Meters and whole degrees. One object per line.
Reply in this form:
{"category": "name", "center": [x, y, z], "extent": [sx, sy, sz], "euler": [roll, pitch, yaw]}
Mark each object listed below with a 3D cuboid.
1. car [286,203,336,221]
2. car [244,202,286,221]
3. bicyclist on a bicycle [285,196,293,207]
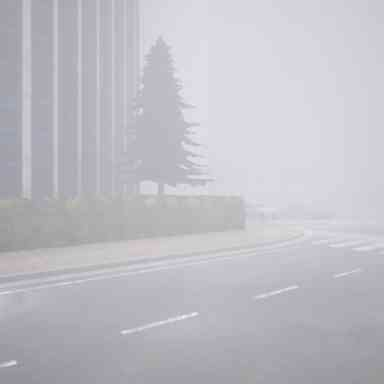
{"category": "car", "center": [9.622, 1.651, 28.285], "extent": [1.895, 1.301, 4.718], "euler": [0, 0, -36]}
{"category": "car", "center": [5.305, 1.576, 28.285], "extent": [1.812, 1.442, 4.674], "euler": [0, 0, -36]}
{"category": "bicyclist on a bicycle", "center": [12.913, 1.348, 44.190], "extent": [1.656, 1.620, 0.582], "euler": [0, 0, -36]}
